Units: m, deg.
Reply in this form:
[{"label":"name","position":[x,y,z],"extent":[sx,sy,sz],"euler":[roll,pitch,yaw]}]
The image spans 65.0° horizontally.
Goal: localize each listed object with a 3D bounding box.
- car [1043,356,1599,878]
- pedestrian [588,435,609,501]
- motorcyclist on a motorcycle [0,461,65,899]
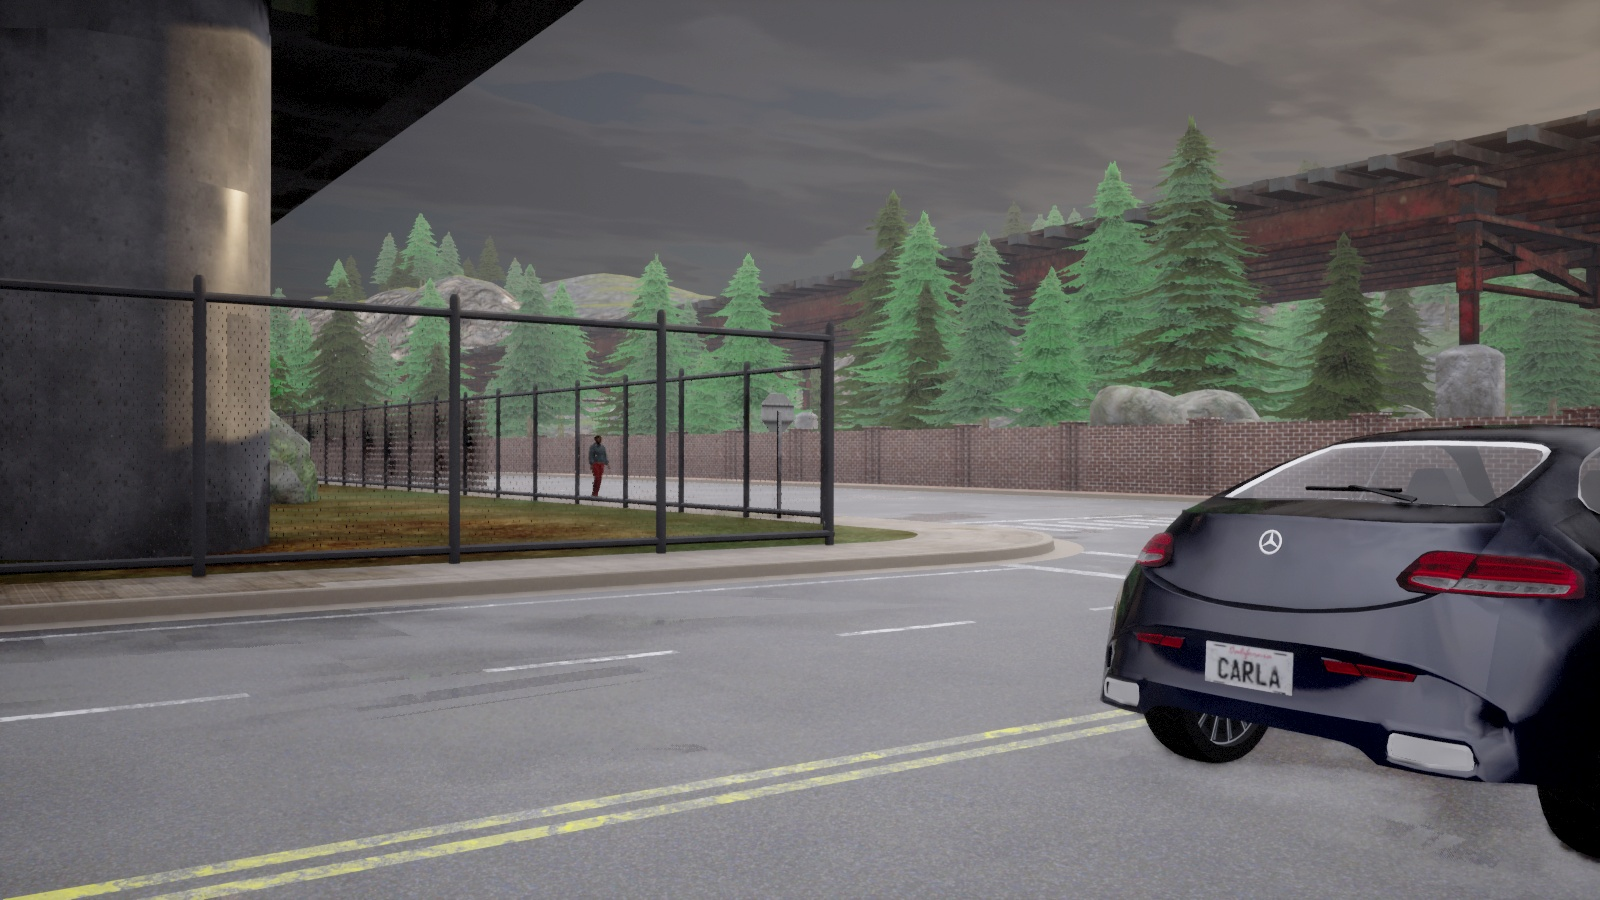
[{"label":"car","position":[3.789,0.531,6.297],"extent":[5.027,1.651,2.152],"euler":[0,0,-35]},{"label":"pedestrian","position":[-5.660,0.502,35.260],"extent":[0.353,1.847,0.614],"euler":[0,0,-36]},{"label":"motorcyclist on a motorcycle","position":[-2.448,0.790,1.955],"extent":[2.191,1.530,0.866],"euler":[0,0,-35]}]
